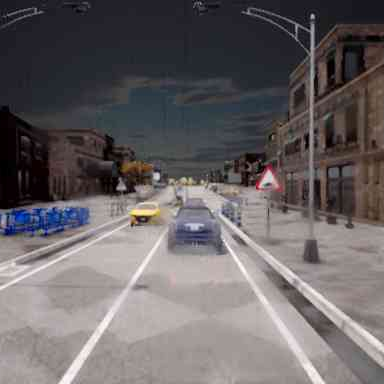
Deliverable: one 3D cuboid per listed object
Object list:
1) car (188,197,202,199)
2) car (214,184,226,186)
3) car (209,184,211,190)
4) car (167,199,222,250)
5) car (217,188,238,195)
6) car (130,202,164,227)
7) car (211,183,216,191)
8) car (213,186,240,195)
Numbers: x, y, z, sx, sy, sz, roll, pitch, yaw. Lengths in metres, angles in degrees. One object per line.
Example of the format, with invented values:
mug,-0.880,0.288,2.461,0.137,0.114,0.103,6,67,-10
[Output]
car,0.285,1.268,30.131,2.097,1.767,4.553,0,1,3
car,8.111,-0.414,80.344,4.553,1.767,2.185,0,3,-1
car,7.990,-0.862,94.117,4.892,1.521,2.231,0,2,-1
car,0.099,1.376,14.570,2.097,1.767,4.553,0,0,0
car,8.178,-0.122,77.599,4.674,1.452,2.002,0,3,-1
car,-3.043,1.446,23.236,1.882,1.535,5.008,1,0,0
car,8.140,-0.661,83.091,5.566,2.045,2.435,0,3,-1
car,8.021,-0.036,74.841,5.366,1.575,1.946,0,3,-1
